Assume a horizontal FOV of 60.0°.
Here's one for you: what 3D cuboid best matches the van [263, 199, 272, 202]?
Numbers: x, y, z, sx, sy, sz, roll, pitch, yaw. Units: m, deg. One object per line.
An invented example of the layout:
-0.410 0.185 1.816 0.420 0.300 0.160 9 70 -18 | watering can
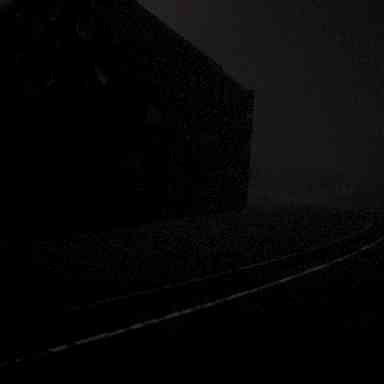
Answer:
14.672 2.431 64.627 1.878 1.987 4.442 2 -5 12 | van
